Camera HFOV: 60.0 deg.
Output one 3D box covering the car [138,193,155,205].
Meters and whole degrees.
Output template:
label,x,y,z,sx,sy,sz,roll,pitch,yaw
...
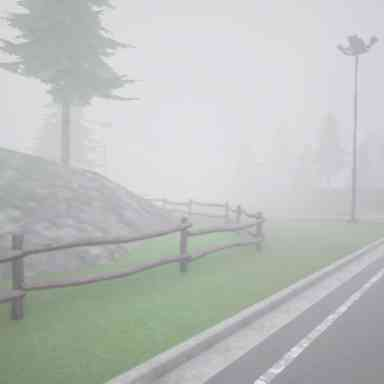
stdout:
label,x,y,z,sx,sy,sz,roll,pitch,yaw
car,-6.064,0.863,43.798,1.882,1.535,5.008,1,0,-14
